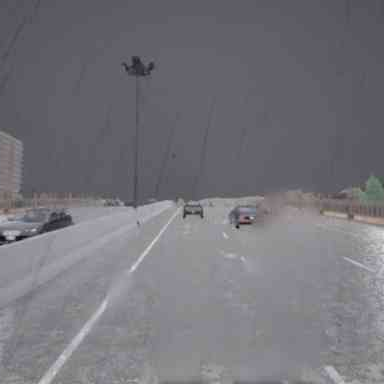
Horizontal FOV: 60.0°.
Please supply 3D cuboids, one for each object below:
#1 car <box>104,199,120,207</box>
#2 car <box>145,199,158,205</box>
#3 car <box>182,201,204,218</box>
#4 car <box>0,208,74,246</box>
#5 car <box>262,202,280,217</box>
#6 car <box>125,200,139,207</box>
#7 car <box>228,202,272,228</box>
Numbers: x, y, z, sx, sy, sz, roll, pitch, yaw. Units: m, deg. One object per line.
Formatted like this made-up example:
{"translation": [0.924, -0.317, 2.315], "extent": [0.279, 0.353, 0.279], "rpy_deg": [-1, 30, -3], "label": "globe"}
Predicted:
{"translation": [-13.983, 1.972, 58.310], "extent": [1.994, 1.385, 4.181], "rpy_deg": [0, -3, 0], "label": "car"}
{"translation": [-6.982, 1.880, 58.351], "extent": [1.882, 1.535, 5.008], "rpy_deg": [0, -3, 0], "label": "car"}
{"translation": [0.109, 1.588, 31.377], "extent": [2.128, 1.511, 4.902], "rpy_deg": [0, 0, 0], "label": "car"}
{"translation": [-7.094, 1.535, 15.473], "extent": [2.128, 1.511, 4.902], "rpy_deg": [0, 0, 0], "label": "car"}
{"translation": [7.109, 1.664, 32.395], "extent": [1.994, 1.385, 4.181], "rpy_deg": [0, 0, 0], "label": "car"}
{"translation": [-10.482, 2.012, 58.316], "extent": [1.895, 1.301, 4.718], "rpy_deg": [0, -3, 0], "label": "car"}
{"translation": [3.603, 1.615, 22.502], "extent": [2.033, 1.411, 5.357], "rpy_deg": [0, 0, 0], "label": "car"}
